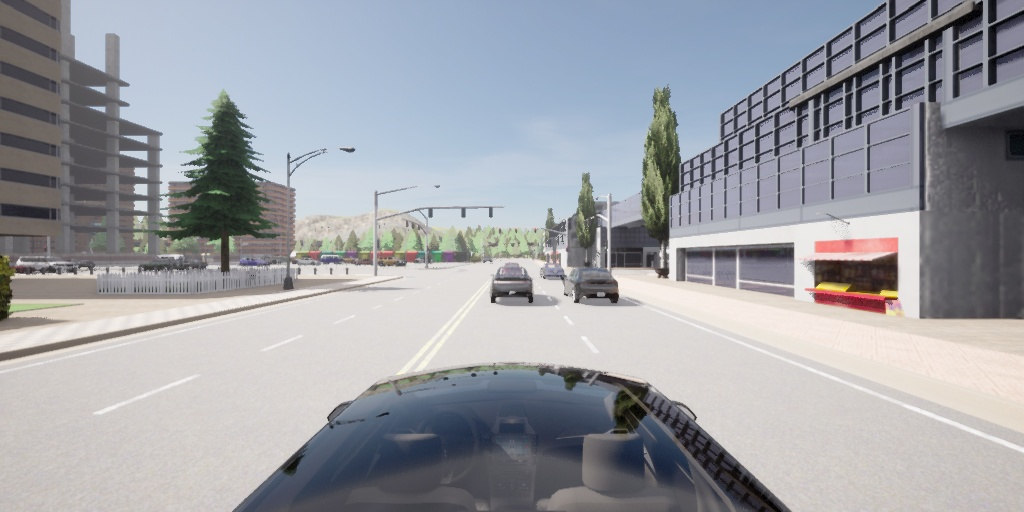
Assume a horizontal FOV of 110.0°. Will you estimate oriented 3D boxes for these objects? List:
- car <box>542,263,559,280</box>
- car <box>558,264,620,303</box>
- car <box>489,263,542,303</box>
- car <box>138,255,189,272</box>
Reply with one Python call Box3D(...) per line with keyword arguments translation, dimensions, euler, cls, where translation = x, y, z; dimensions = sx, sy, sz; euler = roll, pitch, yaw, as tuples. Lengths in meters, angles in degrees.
Box3D(translation=(3.482, 1.312, 31.544), dimensions=(2.033, 1.411, 5.357), euler=(0, 0, 0), cls="car")
Box3D(translation=(3.500, 1.265, 16.500), dimensions=(1.837, 1.490, 4.892), euler=(0, 0, 0), cls="car")
Box3D(translation=(0.000, 1.244, 16.500), dimensions=(2.128, 1.511, 4.902), euler=(0, 0, 0), cls="car")
Box3D(translation=(-44.606, 1.115, 45.619), dimensions=(4.553, 1.767, 2.097), euler=(0, 0, 0), cls="car")
